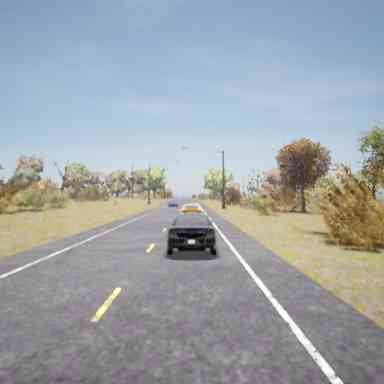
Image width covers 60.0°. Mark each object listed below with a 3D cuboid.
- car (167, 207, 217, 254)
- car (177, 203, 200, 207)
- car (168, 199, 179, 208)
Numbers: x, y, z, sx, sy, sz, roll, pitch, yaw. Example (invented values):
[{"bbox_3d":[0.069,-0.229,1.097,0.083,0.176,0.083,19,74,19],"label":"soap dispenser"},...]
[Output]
[{"bbox_3d":[0.003,1.629,14.255,1.882,1.535,5.008,0,0,0],"label":"car"},{"bbox_3d":[-0.019,1.790,29.262,1.882,1.535,5.008,0,0,0],"label":"car"},{"bbox_3d":[-3.632,2.186,64.578,1.882,1.535,5.008,0,-1,0],"label":"car"}]
